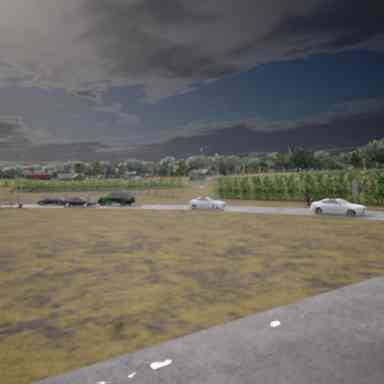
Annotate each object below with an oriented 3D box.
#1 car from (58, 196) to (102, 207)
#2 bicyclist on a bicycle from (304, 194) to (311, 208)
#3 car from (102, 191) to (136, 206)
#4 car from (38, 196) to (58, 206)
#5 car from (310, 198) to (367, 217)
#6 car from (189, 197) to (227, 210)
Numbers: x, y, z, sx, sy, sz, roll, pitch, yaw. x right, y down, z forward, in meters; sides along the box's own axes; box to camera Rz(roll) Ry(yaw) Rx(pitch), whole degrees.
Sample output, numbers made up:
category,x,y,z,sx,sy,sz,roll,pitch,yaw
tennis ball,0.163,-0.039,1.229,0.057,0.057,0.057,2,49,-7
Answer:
category,x,y,z,sx,sy,sz,roll,pitch,yaw
car,-15.760,1.382,46.718,4.892,1.490,1.837,0,2,13
bicyclist on a bicycle,13.082,0.992,37.708,0.582,1.620,1.656,1,1,43
car,-10.897,0.954,48.128,5.566,2.045,2.150,0,2,18
car,-20.953,1.296,50.402,4.674,1.442,1.812,0,2,7
car,12.724,1.294,29.127,1.812,1.442,4.674,-3,3,-42
car,1.786,1.294,38.868,4.674,1.442,1.812,0,2,33
